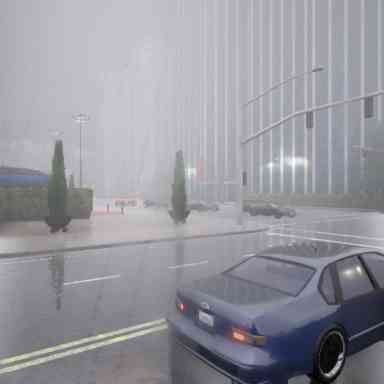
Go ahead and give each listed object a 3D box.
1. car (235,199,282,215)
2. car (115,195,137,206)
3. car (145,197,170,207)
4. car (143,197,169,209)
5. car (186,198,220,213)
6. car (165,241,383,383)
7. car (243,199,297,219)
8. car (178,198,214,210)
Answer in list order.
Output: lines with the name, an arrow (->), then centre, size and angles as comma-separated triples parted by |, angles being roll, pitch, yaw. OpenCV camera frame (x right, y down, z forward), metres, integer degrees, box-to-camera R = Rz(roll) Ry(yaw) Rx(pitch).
car -> 6.933, 1.507, 35.192 | 1.837, 1.490, 4.892 | 0, -1, -36
car -> -10.697, 1.352, 53.605 | 2.097, 1.767, 4.553 | 0, 0, -36
car -> -5.551, 1.526, 52.446 | 1.812, 1.442, 4.674 | 0, 0, -36
car -> -4.978, 1.505, 45.668 | 1.837, 1.490, 4.892 | 0, 0, -36
car -> 1.111, 1.525, 37.287 | 1.812, 1.442, 4.674 | 0, 0, -36
car -> 2.224, 1.547, 5.389 | 5.357, 1.411, 2.033 | 0, 0, -35
car -> 6.897, 1.525, 28.919 | 1.812, 1.442, 4.674 | 0, 0, -32
car -> 0.455, 1.548, 44.132 | 2.033, 1.411, 5.357 | 0, 0, -36
